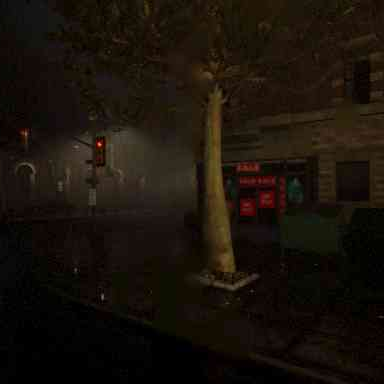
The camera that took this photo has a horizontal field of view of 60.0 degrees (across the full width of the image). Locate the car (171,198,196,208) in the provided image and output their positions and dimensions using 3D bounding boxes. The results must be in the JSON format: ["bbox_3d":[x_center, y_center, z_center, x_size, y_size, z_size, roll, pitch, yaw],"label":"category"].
[{"bbox_3d":[-1.409,1.547,48.311,2.033,1.411,5.357,0,0,36],"label":"car"}]

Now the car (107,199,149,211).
[{"bbox_3d":[-7.481,1.601,40.033,1.895,1.301,4.718,0,0,36],"label":"car"}]

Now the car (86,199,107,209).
[{"bbox_3d":[-11.959,1.595,45.174,1.895,1.301,4.718,0,0,36],"label":"car"}]

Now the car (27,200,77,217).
[{"bbox_3d":[-13.376,1.526,31.956,1.812,1.442,4.674,0,0,36],"label":"car"}]
